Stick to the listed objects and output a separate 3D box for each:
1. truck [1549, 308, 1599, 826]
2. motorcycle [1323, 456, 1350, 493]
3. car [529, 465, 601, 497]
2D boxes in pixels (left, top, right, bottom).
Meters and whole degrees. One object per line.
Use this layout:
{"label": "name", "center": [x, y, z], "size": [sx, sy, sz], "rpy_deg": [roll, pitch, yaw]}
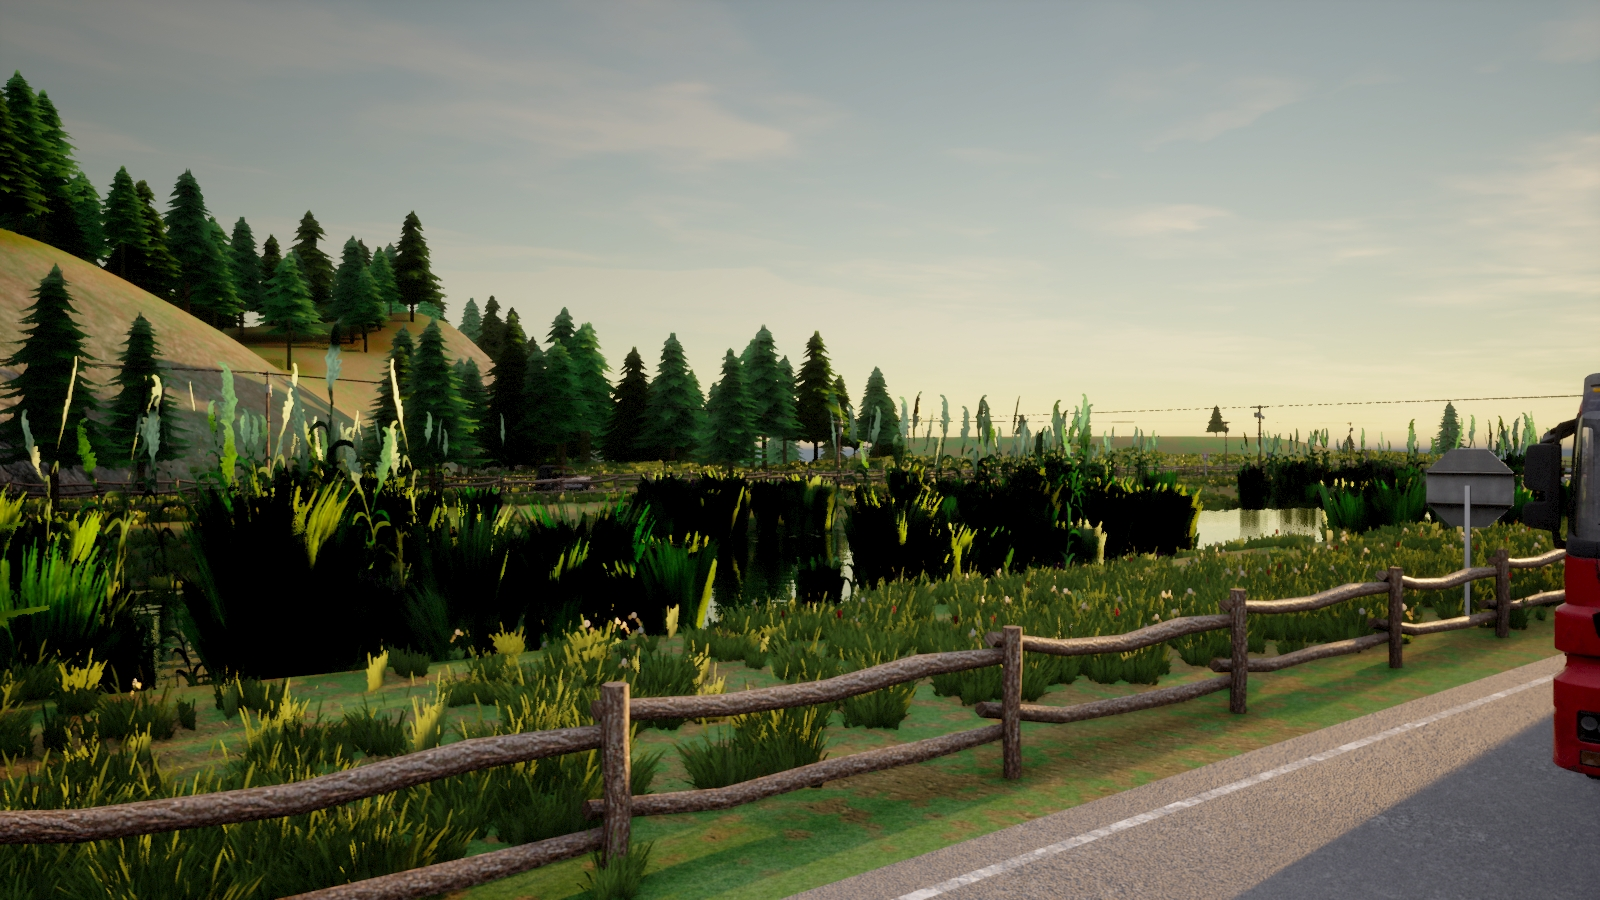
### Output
{"label": "truck", "center": [9.509, 0.862, 10.945], "size": [2.891, 3.827, 8.468], "rpy_deg": [0, 0, 40]}
{"label": "motorcycle", "center": [34.978, 1.577, 74.473], "size": [2.033, 2.348, 0.803], "rpy_deg": [0, 0, -39]}
{"label": "car", "center": [-14.384, 1.857, 70.051], "size": [3.866, 1.878, 1.905], "rpy_deg": [0, 0, -44]}
